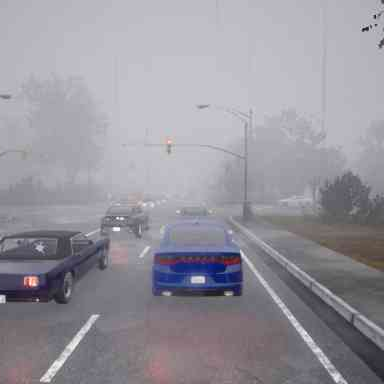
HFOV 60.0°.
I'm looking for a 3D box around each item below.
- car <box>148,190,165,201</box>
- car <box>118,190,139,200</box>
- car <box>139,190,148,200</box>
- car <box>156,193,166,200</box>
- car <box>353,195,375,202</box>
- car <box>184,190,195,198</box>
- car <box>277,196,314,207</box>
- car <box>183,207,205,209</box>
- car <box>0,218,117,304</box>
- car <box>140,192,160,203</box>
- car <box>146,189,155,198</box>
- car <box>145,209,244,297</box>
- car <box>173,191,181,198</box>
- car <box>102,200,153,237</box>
[{"bbox_3d":[-6.965,0.956,64.320,1.882,1.535,5.008,0,1,0],"label":"car"},{"bbox_3d":[-10.536,0.929,53.902,2.097,1.767,4.553,0,1,1],"label":"car"},{"bbox_3d":[-10.463,0.707,63.619,2.150,2.045,5.566,0,1,0],"label":"car"},{"bbox_3d":[-6.984,0.956,74.345,1.895,1.301,4.718,0,1,-1],"label":"car"},{"bbox_3d":[22.478,1.174,43.329,4.892,1.490,1.837,0,1,-3],"label":"car"},{"bbox_3d":[-0.340,0.419,85.464,2.150,2.045,5.566,0,1,-4],"label":"car"},{"bbox_3d":[13.290,1.200,42.822,4.674,1.442,1.812,0,1,-3],"label":"car"},{"bbox_3d":[0.126,1.458,17.572,1.994,1.385,4.181,0,0,0],"label":"car"},{"bbox_3d":[-3.387,1.573,8.044,1.895,1.301,4.718,0,0,0],"label":"car"},{"bbox_3d":[-7.006,1.127,55.511,1.994,1.385,4.181,0,1,0],"label":"car"},{"bbox_3d":[-11.045,0.359,88.855,2.150,2.045,5.566,0,1,-4],"label":"car"},{"bbox_3d":[0.114,1.446,8.591,1.882,1.535,5.008,0,0,0],"label":"car"},{"bbox_3d":[-3.836,0.737,85.329,2.033,1.411,5.357,0,1,-4],"label":"car"},{"bbox_3d":[-3.373,1.402,17.296,1.837,1.490,4.892,0,0,0],"label":"car"}]
